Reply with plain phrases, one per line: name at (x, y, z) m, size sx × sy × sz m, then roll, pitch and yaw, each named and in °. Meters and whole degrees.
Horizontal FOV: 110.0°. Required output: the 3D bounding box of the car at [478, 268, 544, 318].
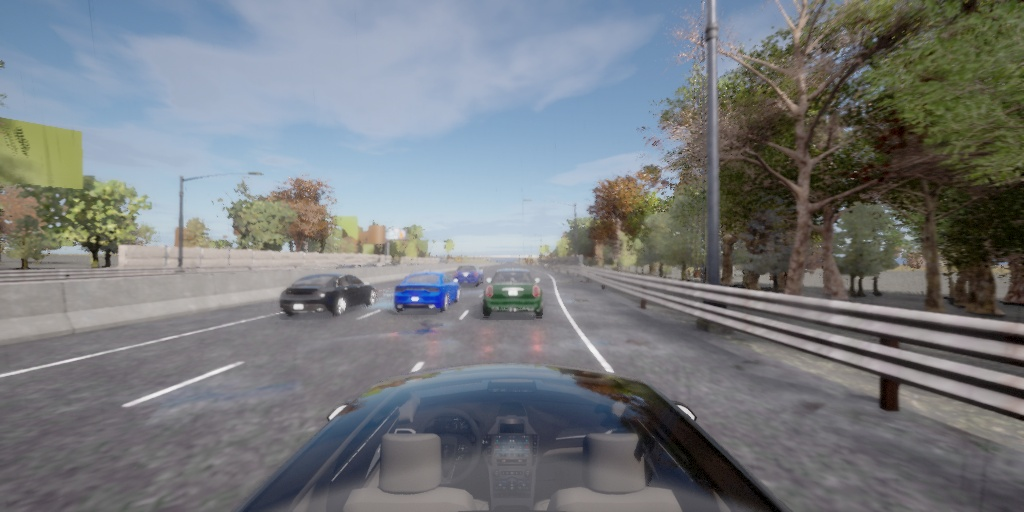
car at (0.047, 1.270, 14.010) m, size 2.097 × 1.767 × 4.553 m, roll 0°, pitch -1°, yaw 0°

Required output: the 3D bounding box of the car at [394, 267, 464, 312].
car at (-3.444, 1.414, 15.292) m, size 1.882 × 1.535 × 5.008 m, roll 0°, pitch -1°, yaw 0°

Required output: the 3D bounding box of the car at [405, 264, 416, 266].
car at (-17.520, 2.120, 61.951) m, size 1.837 × 1.490 × 4.892 m, roll 0°, pitch -1°, yaw 1°

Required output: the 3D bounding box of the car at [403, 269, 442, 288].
car at (-6.957, 1.722, 28.491) m, size 1.895 × 1.301 × 4.718 m, roll 0°, pitch -1°, yaw 0°

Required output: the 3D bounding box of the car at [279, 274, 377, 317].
car at (-6.953, 1.427, 14.134) m, size 1.837 × 1.490 × 4.892 m, roll 0°, pitch 0°, yaw 0°

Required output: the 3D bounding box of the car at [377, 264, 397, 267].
car at (-21.015, 2.117, 61.792) m, size 1.837 × 1.490 × 4.892 m, roll 0°, pitch -1°, yaw 1°

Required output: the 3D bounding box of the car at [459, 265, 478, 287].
car at (-3.451, 1.480, 29.017) m, size 2.097 × 1.767 × 4.553 m, roll 0°, pitch -1°, yaw 0°
